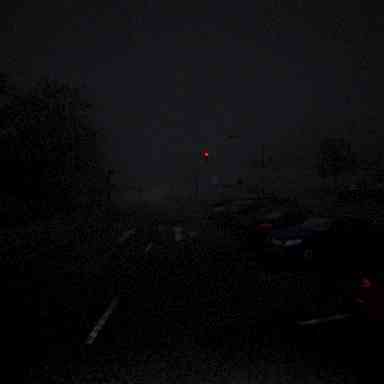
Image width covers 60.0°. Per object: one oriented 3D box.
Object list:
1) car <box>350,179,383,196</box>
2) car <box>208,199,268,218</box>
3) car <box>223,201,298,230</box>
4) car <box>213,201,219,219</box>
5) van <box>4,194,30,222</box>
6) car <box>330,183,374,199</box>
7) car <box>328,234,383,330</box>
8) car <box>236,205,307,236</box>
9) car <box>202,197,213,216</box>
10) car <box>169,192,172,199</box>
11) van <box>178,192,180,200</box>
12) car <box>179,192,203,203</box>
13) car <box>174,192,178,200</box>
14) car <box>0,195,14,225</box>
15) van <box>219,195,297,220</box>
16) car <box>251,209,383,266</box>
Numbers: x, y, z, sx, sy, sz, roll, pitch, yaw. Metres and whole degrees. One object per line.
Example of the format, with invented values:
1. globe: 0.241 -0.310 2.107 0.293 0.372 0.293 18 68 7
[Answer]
1. car: 22.126 -0.563 41.221 2.435 2.045 5.566 -7 4 -28
2. car: 4.033 1.373 29.261 4.792 1.488 2.163 1 0 -24
3. car: 4.441 1.397 17.227 4.892 1.521 2.231 1 1 -22
4. car: 4.209 1.241 23.273 4.553 1.767 2.185 1 1 -23
5. van: -14.081 1.176 23.840 4.442 1.987 1.878 -1 0 -23
6. car: 19.160 0.016 40.828 2.002 1.452 4.674 -7 4 -28
7. car: 4.725 1.495 5.150 4.674 1.452 2.002 1 0 -21
8. car: 4.529 1.450 14.210 4.674 1.452 2.002 1 0 -22
9. car: 3.852 1.347 26.205 5.366 1.575 1.946 1 1 -23
10. car: -2.134 1.004 84.839 5.566 2.045 2.435 0 0 -29
11. van: -0.051 1.120 69.896 4.442 1.987 1.878 0 1 -28
12. car: 0.428 1.240 66.958 4.553 1.767 2.185 0 0 -28
13. car: -0.399 1.077 72.914 5.566 2.045 2.435 0 1 -28
14. car: -14.007 1.290 20.848 4.553 1.767 2.185 -1 1 -22
15. van: 4.212 1.155 20.197 4.442 1.987 1.878 1 1 -23
16. car: 4.619 1.465 11.187 4.674 1.452 2.002 1 1 -22
